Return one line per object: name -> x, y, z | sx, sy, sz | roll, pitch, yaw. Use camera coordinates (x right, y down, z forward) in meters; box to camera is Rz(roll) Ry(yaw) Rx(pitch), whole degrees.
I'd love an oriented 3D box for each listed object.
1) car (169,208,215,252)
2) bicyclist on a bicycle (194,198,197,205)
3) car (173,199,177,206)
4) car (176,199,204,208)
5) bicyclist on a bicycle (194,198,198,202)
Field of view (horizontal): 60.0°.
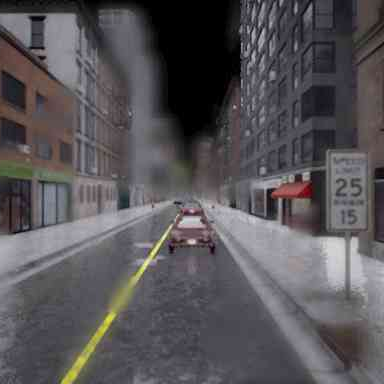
car -> 0.005, 1.658, 14.389 | 1.812, 1.442, 4.674 | 0, 0, 0
bicyclist on a bicycle -> 0.830, 2.127, 78.612 | 0.866, 1.612, 1.509 | 0, 0, 0
car -> -2.993, 2.210, 70.989 | 1.895, 1.301, 4.718 | 0, 0, 0
car -> 0.004, 1.610, 29.072 | 2.097, 1.767, 4.553 | 0, -1, 0
bicyclist on a bicycle -> 0.829, 2.048, 69.612 | 0.866, 1.612, 1.509 | 0, 0, 0
